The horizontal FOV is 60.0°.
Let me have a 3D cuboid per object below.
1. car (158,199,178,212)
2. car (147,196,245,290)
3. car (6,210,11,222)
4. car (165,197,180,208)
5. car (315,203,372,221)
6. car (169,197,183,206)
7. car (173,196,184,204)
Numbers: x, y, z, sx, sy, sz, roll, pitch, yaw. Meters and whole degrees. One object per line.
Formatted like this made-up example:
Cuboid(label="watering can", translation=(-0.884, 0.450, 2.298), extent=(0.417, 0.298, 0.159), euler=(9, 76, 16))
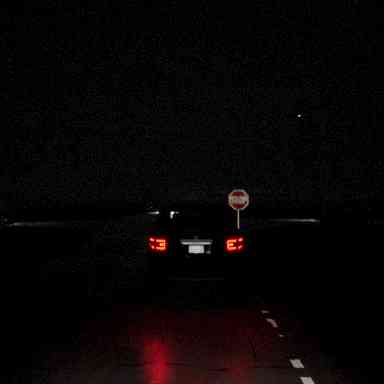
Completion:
Cuboid(label="car", translation=(-2.839, 1.590, 40.091), extent=(1.994, 1.385, 4.181), euler=(0, 0, 0))
Cuboid(label="car", translation=(0.098, 1.225, 9.238), extent=(2.150, 2.045, 5.566), euler=(0, 0, 0))
Cuboid(label="car", translation=(-15.424, 1.424, 23.602), extent=(4.553, 1.767, 2.097), euler=(0, -1, -2))
Cuboid(label="car", translation=(-2.835, 1.513, 48.923), extent=(1.882, 1.535, 5.008), euler=(0, 0, 0))
Cuboid(label="car", translation=(12.081, 1.561, 26.664), extent=(4.181, 1.385, 1.994), euler=(0, -1, 0))
Cuboid(label="car", translation=(-2.788, 1.592, 58.686), extent=(2.033, 1.411, 5.357), euler=(0, 0, 1))
Cuboid(label="car", translation=(-2.761, 1.599, 69.177), extent=(2.033, 1.411, 5.357), euler=(0, 0, 0))
